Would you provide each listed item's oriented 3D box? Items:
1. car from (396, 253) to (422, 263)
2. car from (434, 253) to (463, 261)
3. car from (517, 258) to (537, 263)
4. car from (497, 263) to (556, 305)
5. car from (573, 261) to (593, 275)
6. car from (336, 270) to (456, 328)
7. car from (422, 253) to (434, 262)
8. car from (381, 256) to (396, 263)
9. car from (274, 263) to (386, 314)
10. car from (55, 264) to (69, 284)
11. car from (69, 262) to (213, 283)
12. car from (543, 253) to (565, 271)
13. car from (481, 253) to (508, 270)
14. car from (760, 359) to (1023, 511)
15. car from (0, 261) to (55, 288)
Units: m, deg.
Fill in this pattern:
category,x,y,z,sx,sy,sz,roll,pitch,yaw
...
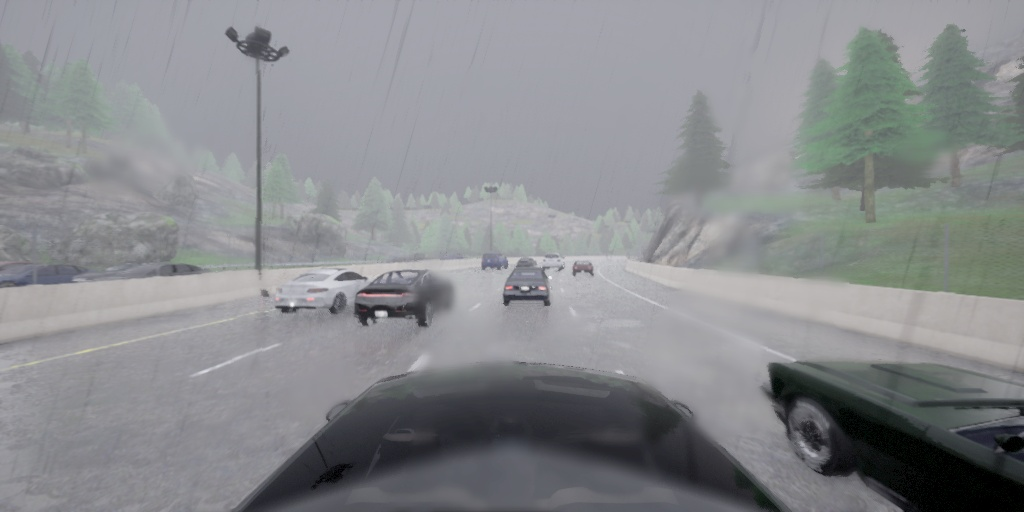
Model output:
category,x,y,z,sx,sy,sz,roll,pitch,yaw
car,-16.149,0.505,59.086,2.150,2.045,5.566,0,0,17
car,-9.597,0.538,56.668,2.150,2.045,5.566,0,0,16
car,1.878,0.944,44.463,1.837,1.490,4.892,0,1,14
car,0.702,1.198,15.402,2.033,1.411,5.357,0,0,5
car,6.947,1.121,35.148,1.895,1.301,4.718,0,0,11
car,-3.037,1.165,11.112,2.128,1.511,4.902,0,1,3
car,-12.261,0.509,59.953,2.150,2.045,5.566,0,0,17
car,-19.716,0.766,59.356,2.128,1.511,4.902,0,0,16
car,-6.441,1.175,13.051,1.812,1.442,4.674,0,1,4
car,-20.158,1.061,19.266,2.128,1.511,4.902,0,0,5
car,-16.851,1.099,16.984,1.837,1.490,4.892,0,0,5
car,5.019,0.681,42.720,2.150,2.045,5.566,0,1,14
car,-2.017,0.658,43.489,2.150,2.045,5.566,0,1,13
car,3.651,1.359,1.782,1.895,1.301,4.718,0,0,0
car,-23.808,1.116,18.111,2.033,1.411,5.357,0,0,5
